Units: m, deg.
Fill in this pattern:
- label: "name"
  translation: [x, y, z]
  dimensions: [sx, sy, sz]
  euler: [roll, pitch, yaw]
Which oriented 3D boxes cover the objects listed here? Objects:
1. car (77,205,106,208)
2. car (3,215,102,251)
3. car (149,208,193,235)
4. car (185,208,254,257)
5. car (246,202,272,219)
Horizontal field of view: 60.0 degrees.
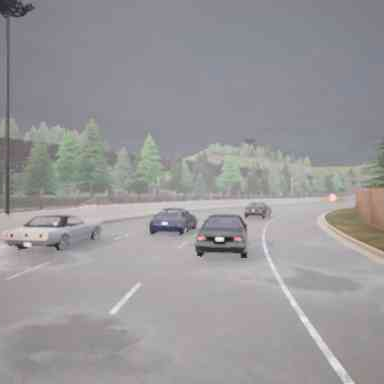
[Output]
- label: "car"
  translation: [-8.953, 1.387, 30.451]
  dimensions: [2.097, 1.767, 4.553]
  euler: [0, 0, 18]
- label: "car"
  translation: [-5.583, 1.610, 14.187]
  dimensions: [1.895, 1.301, 4.718]
  euler: [0, 0, 9]
- label: "car"
  translation: [-0.977, 1.610, 19.299]
  dimensions: [1.994, 1.385, 4.181]
  euler: [0, 0, 13]
- label: "car"
  translation: [1.306, 1.589, 13.258]
  dimensions: [2.033, 1.411, 5.357]
  euler: [0, 0, 9]
- label: "car"
  translation: [6.213, 1.660, 31.085]
  dimensions: [2.033, 1.411, 5.357]
  euler: [0, 0, 21]
